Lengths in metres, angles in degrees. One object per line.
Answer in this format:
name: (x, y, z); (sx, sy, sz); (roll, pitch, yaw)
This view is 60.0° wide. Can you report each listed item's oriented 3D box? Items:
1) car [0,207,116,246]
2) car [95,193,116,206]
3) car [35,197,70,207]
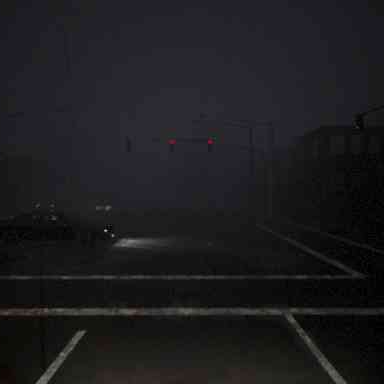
car: (-6.168, 1.539, 14.694); (5.357, 1.411, 2.033); (0, 0, 0)
car: (-14.173, 1.192, 54.842); (2.150, 2.045, 5.566); (0, 0, 0)
car: (-14.168, 1.334, 34.029); (2.097, 1.767, 4.553); (0, 0, 0)
